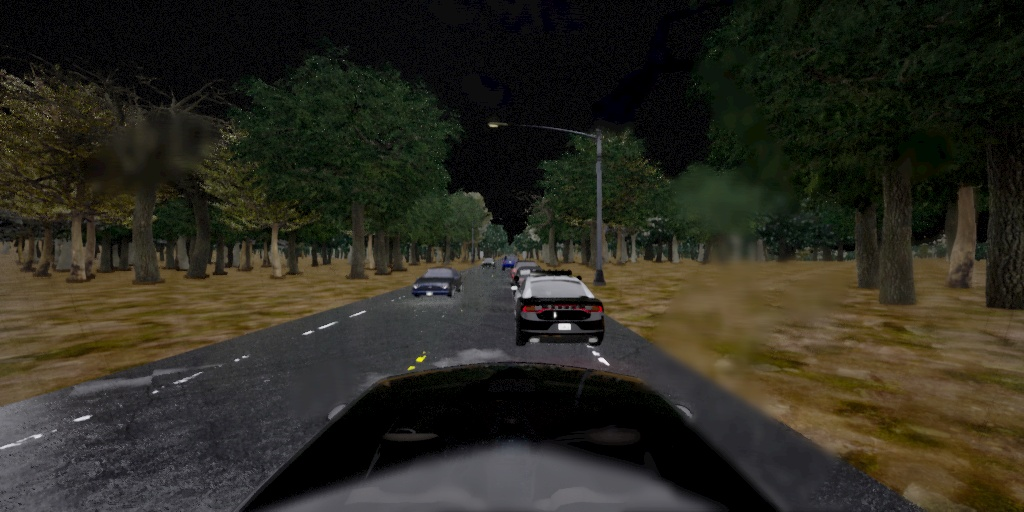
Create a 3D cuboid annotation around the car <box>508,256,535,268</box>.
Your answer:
[{"bbox_3d":[0.935,1.098,25.439,2.097,1.767,4.553,0,0,0],"label":"car"}]

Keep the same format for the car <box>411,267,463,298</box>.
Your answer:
[{"bbox_3d":[-3.682,1.298,18.624,2.033,1.411,5.357,0,0,0],"label":"car"}]

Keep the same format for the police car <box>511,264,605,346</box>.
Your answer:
[{"bbox_3d":[1.013,1.177,9.575,1.930,1.638,5.238,0,0,0],"label":"police car"}]

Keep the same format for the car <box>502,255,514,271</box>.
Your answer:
[{"bbox_3d":[-0.206,0.945,49.465,2.150,2.045,5.566,0,0,0],"label":"car"}]

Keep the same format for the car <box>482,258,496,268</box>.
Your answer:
[{"bbox_3d":[-3.864,1.056,59.822,2.097,1.767,4.553,0,0,0],"label":"car"}]

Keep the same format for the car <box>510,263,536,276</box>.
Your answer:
[{"bbox_3d":[0.965,1.276,19.468,1.812,1.442,4.674,0,0,0],"label":"car"}]
